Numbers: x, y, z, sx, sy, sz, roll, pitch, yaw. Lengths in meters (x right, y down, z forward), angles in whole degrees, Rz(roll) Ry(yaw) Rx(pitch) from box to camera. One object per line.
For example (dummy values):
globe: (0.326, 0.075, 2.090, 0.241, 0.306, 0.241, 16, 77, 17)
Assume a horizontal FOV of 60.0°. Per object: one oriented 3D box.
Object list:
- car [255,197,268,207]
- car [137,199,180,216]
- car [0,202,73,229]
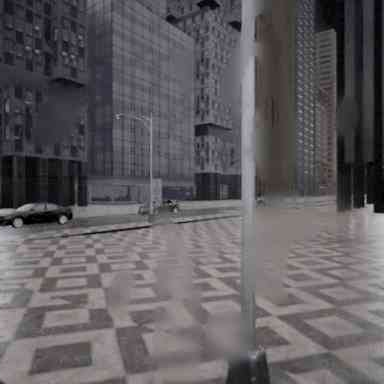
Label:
car: (9.650, 1.440, 49.566, 2.128, 1.511, 4.902, 0, 0, 36)
car: (-3.160, 1.476, 32.180, 1.837, 1.490, 4.892, 0, 1, 36)
car: (-10.437, 1.469, 22.210, 1.882, 1.535, 5.008, 0, 0, 36)
